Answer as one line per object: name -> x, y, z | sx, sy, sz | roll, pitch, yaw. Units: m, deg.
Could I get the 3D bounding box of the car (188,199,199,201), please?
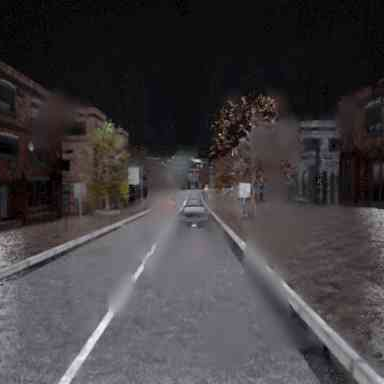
car -> 0.178, 1.534, 38.975 | 2.033, 1.411, 5.357 | 0, 0, 0

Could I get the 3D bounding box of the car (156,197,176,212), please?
car -> -3.010, 1.338, 38.874 | 2.097, 1.767, 4.553 | 0, 0, 0

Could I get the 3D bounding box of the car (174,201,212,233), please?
car -> 0.133, 1.498, 19.411 | 1.837, 1.490, 4.892 | 0, 0, 0
